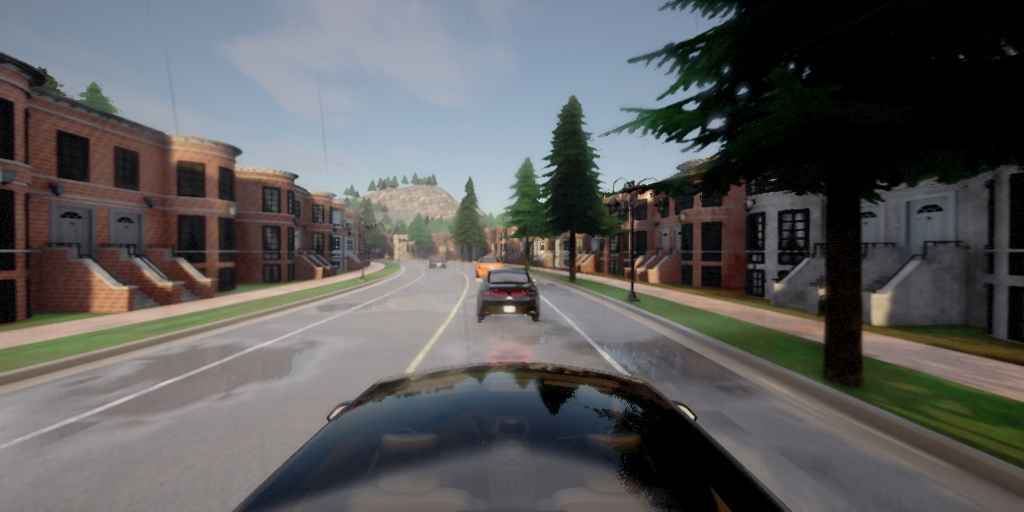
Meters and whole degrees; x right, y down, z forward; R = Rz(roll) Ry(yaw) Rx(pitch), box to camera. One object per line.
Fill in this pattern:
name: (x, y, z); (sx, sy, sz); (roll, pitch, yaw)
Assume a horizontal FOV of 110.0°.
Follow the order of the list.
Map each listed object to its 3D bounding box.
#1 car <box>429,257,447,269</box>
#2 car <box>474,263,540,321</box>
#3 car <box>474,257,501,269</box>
car: (-9.067, 0.821, 43.604); (2.128, 1.511, 4.902); (0, 1, -16)
car: (-0.167, 1.152, 11.975); (1.837, 1.490, 4.892); (0, 0, -2)
car: (-1.888, 0.835, 28.305); (2.097, 1.767, 4.553); (0, 1, -9)
